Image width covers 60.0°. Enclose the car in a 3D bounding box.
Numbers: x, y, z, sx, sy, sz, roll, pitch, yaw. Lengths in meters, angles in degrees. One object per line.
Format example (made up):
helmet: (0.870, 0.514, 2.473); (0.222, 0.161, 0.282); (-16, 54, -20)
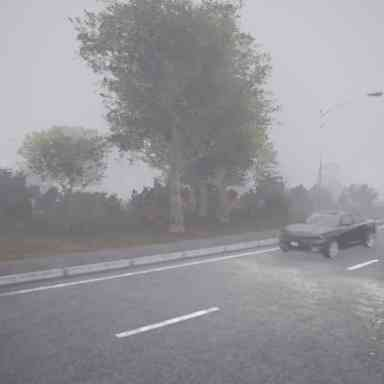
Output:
car: (5.367, 1.488, 12.924); (5.008, 1.535, 1.882); (0, 0, -41)
